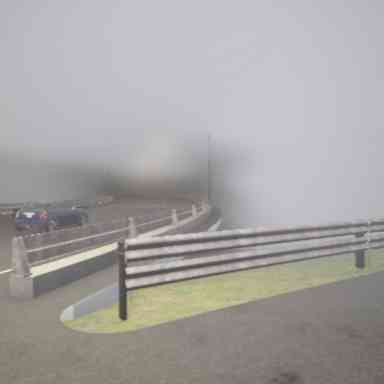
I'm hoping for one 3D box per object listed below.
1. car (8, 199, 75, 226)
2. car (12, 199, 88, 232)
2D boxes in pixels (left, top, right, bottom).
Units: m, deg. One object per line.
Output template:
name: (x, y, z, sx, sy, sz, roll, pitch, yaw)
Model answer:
car: (-10.629, 1.366, 23.955, 1.882, 1.535, 5.008, 0, 0, 11)
car: (-7.996, 1.260, 19.413, 2.097, 1.767, 4.553, 0, 0, 13)
